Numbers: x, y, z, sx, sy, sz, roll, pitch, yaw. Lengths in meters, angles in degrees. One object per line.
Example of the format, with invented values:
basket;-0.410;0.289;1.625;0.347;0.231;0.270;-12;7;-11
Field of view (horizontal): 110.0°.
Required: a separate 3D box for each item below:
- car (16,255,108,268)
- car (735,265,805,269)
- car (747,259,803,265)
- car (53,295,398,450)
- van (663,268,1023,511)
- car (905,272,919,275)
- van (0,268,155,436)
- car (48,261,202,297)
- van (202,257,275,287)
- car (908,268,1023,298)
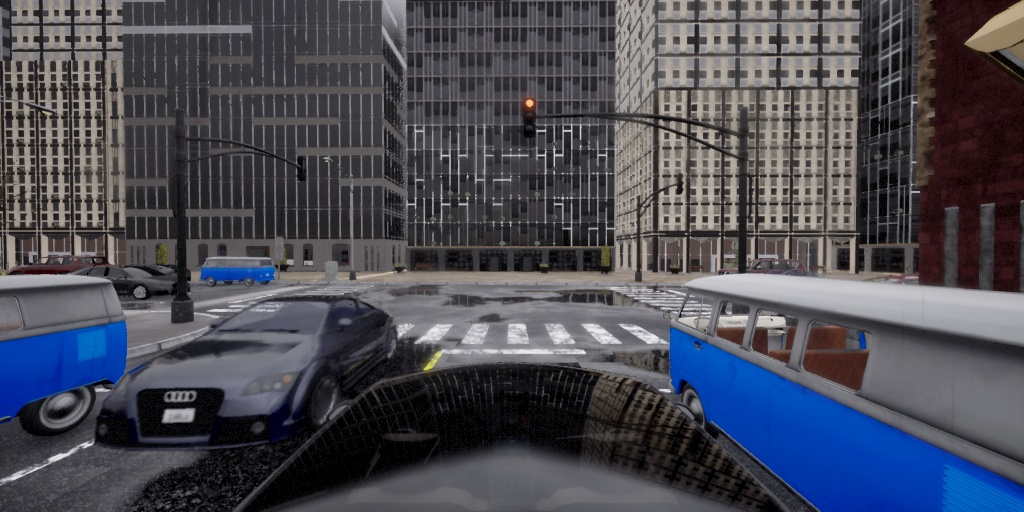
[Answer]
car;-28.141;0.874;22.473;5.009;1.841;2.192;0;0;1
car;14.801;1.372;19.486;4.181;1.385;1.994;0;1;1
car;15.292;1.089;22.082;5.009;1.841;2.192;0;0;1
car;-3.176;1.311;5.350;1.994;1.385;4.181;0;0;-2
van;2.691;1.090;2.782;1.690;1.789;3.998;0;0;0
car;15.216;1.437;13.703;4.507;1.381;1.888;0;0;1
van;-5.690;1.090;2.836;1.690;1.789;3.998;0;0;0
car;-17.710;1.189;16.577;4.892;1.490;1.837;2;1;0
van;-17.096;0.951;22.373;3.998;1.789;1.690;0;0;1
car;25.266;1.412;19.392;5.357;1.411;2.033;0;1;0
